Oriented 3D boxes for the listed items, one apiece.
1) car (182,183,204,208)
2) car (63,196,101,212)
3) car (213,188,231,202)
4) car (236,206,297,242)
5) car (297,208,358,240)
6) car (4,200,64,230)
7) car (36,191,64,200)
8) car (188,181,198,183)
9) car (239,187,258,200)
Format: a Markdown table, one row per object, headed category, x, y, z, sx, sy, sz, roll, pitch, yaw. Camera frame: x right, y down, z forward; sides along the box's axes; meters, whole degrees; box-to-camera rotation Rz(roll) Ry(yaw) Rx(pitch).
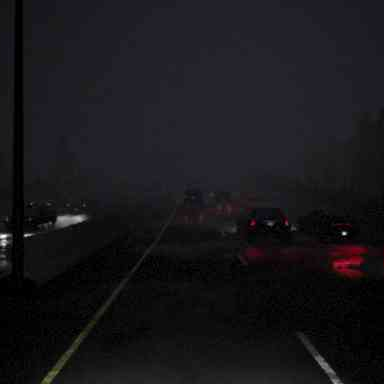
| category | x | y | z | sx | sy | sz | roll | pitch | yaw |
| --- | --- | --- | --- | --- | --- | --- | --- | --- | --- |
| car | 0.159 | 0.481 | 36.122 | 2.150 | 2.045 | 5.566 | 0 | 4 | 0 |
| car | -10.518 | 1.152 | 32.545 | 1.895 | 1.301 | 4.718 | 0 | 4 | 1 |
| car | 3.686 | 0.265 | 41.258 | 2.128 | 1.511 | 4.902 | 0 | 6 | 0 |
| car | 3.597 | 1.488 | 17.379 | 2.097 | 1.767 | 4.553 | 0 | 0 | 0 |
| car | 7.098 | 1.643 | 17.915 | 1.837 | 1.490 | 4.892 | 0 | 1 | 0 |
| car | -10.566 | 1.577 | 22.280 | 1.812 | 1.442 | 4.674 | 0 | 2 | 0 |
| car | -14.022 | 0.889 | 32.759 | 2.097 | 1.767 | 4.553 | 0 | 4 | 1 |
| car | 0.137 | -0.965 | 50.702 | 2.097 | 1.767 | 4.553 | 0 | 7 | 0 |
| car | 7.195 | 0.074 | 42.825 | 1.882 | 1.535 | 5.008 | 0 | 7 | 0 |
